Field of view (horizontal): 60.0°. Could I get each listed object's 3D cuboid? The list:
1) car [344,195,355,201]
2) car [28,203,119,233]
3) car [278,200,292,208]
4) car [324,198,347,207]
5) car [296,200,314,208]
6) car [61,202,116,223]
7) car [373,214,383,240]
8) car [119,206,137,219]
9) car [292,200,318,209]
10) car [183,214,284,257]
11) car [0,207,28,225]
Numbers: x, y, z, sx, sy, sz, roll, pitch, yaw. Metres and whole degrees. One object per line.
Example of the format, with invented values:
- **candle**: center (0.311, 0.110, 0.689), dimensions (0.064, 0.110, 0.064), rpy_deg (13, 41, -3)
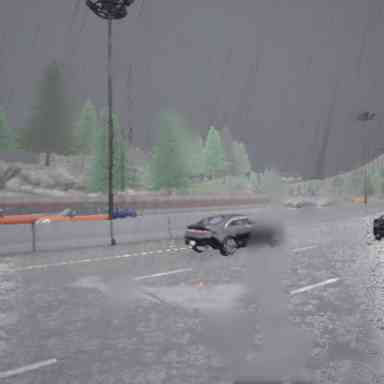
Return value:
- **car**: center (40.420, 1.634, 85.544), dimensions (2.150, 2.045, 5.566), rpy_deg (-1, -1, 20)
- **car**: center (-7.257, 1.708, 20.493), dimensions (4.553, 1.767, 2.097), rpy_deg (0, -1, -37)
- **car**: center (17.699, 2.223, 62.734), dimensions (1.812, 1.442, 4.674), rpy_deg (-1, -1, 33)
- **car**: center (21.075, 2.027, 49.162), dimensions (2.033, 1.411, 5.357), rpy_deg (-1, -1, 37)
- **car**: center (20.814, 2.190, 61.118), dimensions (2.033, 1.411, 5.357), rpy_deg (-1, -1, 33)
- **car**: center (-9.826, 1.888, 31.841), dimensions (4.553, 1.767, 2.097), rpy_deg (0, -1, -40)
- **car**: center (10.913, 1.611, 16.892), dimensions (5.008, 1.535, 1.882), rpy_deg (0, 0, -43)
- **car**: center (-7.262, 1.956, 29.405), dimensions (5.008, 1.535, 1.882), rpy_deg (0, -1, -40)
- **car**: center (17.279, 2.127, 49.973), dimensions (1.895, 1.301, 4.718), rpy_deg (-1, -1, 38)
- **car**: center (1.888, 1.670, 13.868), dimensions (4.902, 1.511, 2.128), rpy_deg (0, -1, -39)
- **car**: center (-11.842, 1.764, 21.421), dimensions (4.553, 1.767, 2.097), rpy_deg (0, -1, -37)
